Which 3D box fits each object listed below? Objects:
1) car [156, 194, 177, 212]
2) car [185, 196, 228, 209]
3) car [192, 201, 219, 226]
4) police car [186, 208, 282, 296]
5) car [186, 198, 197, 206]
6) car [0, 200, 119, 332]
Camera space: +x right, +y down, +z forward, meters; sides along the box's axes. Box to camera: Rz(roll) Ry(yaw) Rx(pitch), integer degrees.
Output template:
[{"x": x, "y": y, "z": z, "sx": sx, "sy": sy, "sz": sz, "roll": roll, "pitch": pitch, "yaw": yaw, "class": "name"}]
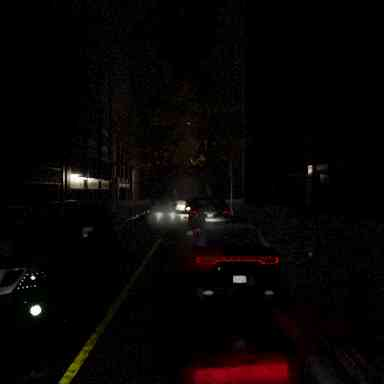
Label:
[{"x": -3.051, "y": 1.287, "z": 40.567, "sx": 2.150, "sy": 2.045, "sz": 5.566, "roll": 0, "pitch": 0, "yaw": 0, "class": "car"}, {"x": 0.877, "y": 1.251, "z": 18.742, "sx": 2.150, "sy": 2.045, "sz": 5.566, "roll": 0, "pitch": 0, "yaw": 0, "class": "car"}, {"x": 0.869, "y": 1.492, "z": 24.901, "sx": 1.801, "sy": 1.575, "sz": 5.366, "roll": 0, "pitch": 0, "yaw": 0, "class": "car"}, {"x": 0.890, "y": 1.436, "z": 8.821, "sx": 1.930, "sy": 1.638, "sz": 5.238, "roll": 0, "pitch": 0, "yaw": 0, "class": "police car"}, {"x": -0.075, "y": 1.714, "z": 60.122, "sx": 1.895, "sy": 1.301, "sz": 4.718, "roll": 0, "pitch": 0, "yaw": 0, "class": "car"}, {"x": -3.109, "y": 1.230, "z": 7.199, "sx": 2.150, "sy": 2.045, "sz": 5.566, "roll": 0, "pitch": 0, "yaw": 0, "class": "car"}]
